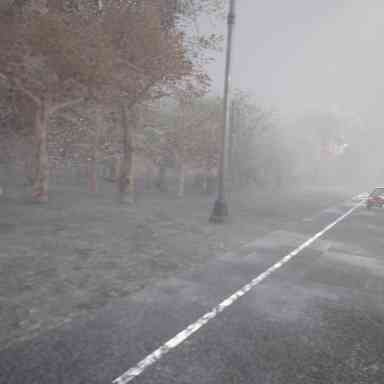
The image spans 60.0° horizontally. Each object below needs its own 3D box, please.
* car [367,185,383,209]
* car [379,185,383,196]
[{"bbox_3d":[14.994,0.420,25.974,2.097,1.767,4.553,5,4,31],"label":"car"},{"bbox_3d":[29.362,-0.270,49.984,1.882,1.535,5.008,5,4,31],"label":"car"}]
